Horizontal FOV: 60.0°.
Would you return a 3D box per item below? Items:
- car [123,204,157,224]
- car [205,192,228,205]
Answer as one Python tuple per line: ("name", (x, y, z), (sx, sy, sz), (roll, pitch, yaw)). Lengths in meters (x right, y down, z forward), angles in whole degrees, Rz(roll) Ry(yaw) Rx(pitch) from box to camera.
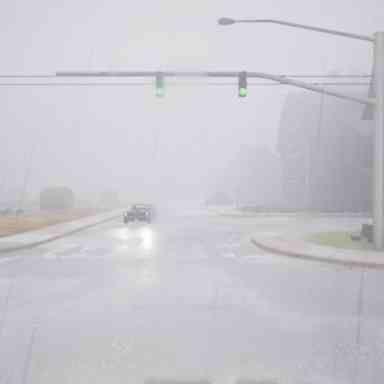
("car", (-3.695, 1.549, 24.171), (1.895, 1.301, 4.718), (0, 0, 0))
("car", (3.911, 1.048, 52.792), (1.905, 1.878, 3.866), (-8, 4, -43))
